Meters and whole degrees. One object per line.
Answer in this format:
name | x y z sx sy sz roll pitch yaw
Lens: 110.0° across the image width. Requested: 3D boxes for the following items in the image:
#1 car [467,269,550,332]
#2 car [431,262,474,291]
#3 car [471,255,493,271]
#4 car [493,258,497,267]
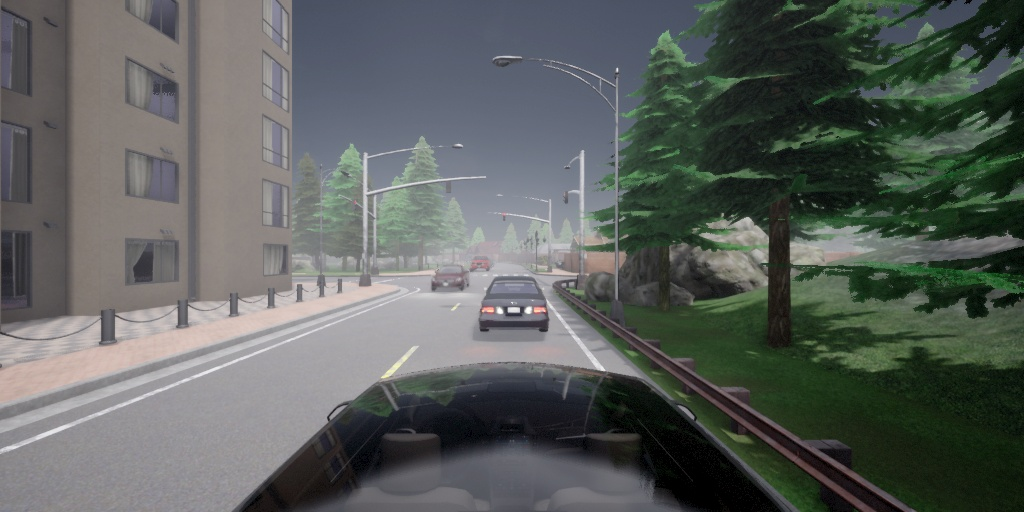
car | 0.066 1.297 10.825 2.033 1.411 5.357 0 0 1
car | -3.623 1.271 21.789 1.812 1.442 4.674 0 0 0
car | -4.009 0.943 46.099 2.150 2.045 5.566 0 0 0
car | -4.098 1.225 61.697 1.837 1.490 4.892 0 0 0
